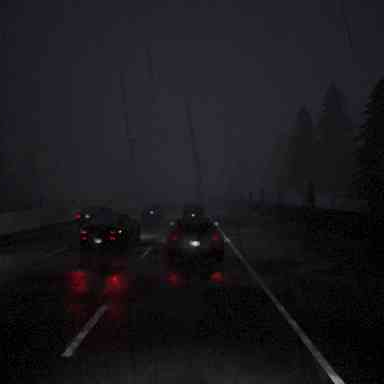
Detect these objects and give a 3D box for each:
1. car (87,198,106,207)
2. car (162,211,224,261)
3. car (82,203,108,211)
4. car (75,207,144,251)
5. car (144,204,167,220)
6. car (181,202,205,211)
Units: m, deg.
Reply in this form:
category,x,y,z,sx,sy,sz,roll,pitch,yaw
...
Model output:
category,x,y,z,sx,sy,sz,roll,pitch,yaw
car,-17.536,1.845,61.198,2.128,1.511,4.902,0,0,1
car,0.096,1.636,12.644,1.994,1.385,4.181,0,0,0
car,-6.905,1.687,24.435,2.033,1.411,5.357,0,0,0
car,-3.417,1.608,14.399,1.812,1.442,4.674,0,0,0
car,-3.405,1.736,30.268,1.994,1.385,4.181,0,0,0
car,0.095,1.674,29.883,1.837,1.490,4.892,0,0,0
